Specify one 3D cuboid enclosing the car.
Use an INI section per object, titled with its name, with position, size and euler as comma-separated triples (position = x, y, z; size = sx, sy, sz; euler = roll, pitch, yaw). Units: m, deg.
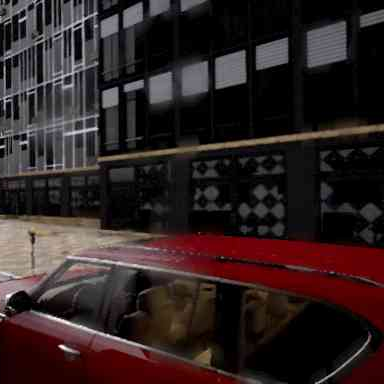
[car]
position = -0.223, 1.319, 3.046
size = 5.009, 1.841, 2.192
euler = 0, -1, 35
